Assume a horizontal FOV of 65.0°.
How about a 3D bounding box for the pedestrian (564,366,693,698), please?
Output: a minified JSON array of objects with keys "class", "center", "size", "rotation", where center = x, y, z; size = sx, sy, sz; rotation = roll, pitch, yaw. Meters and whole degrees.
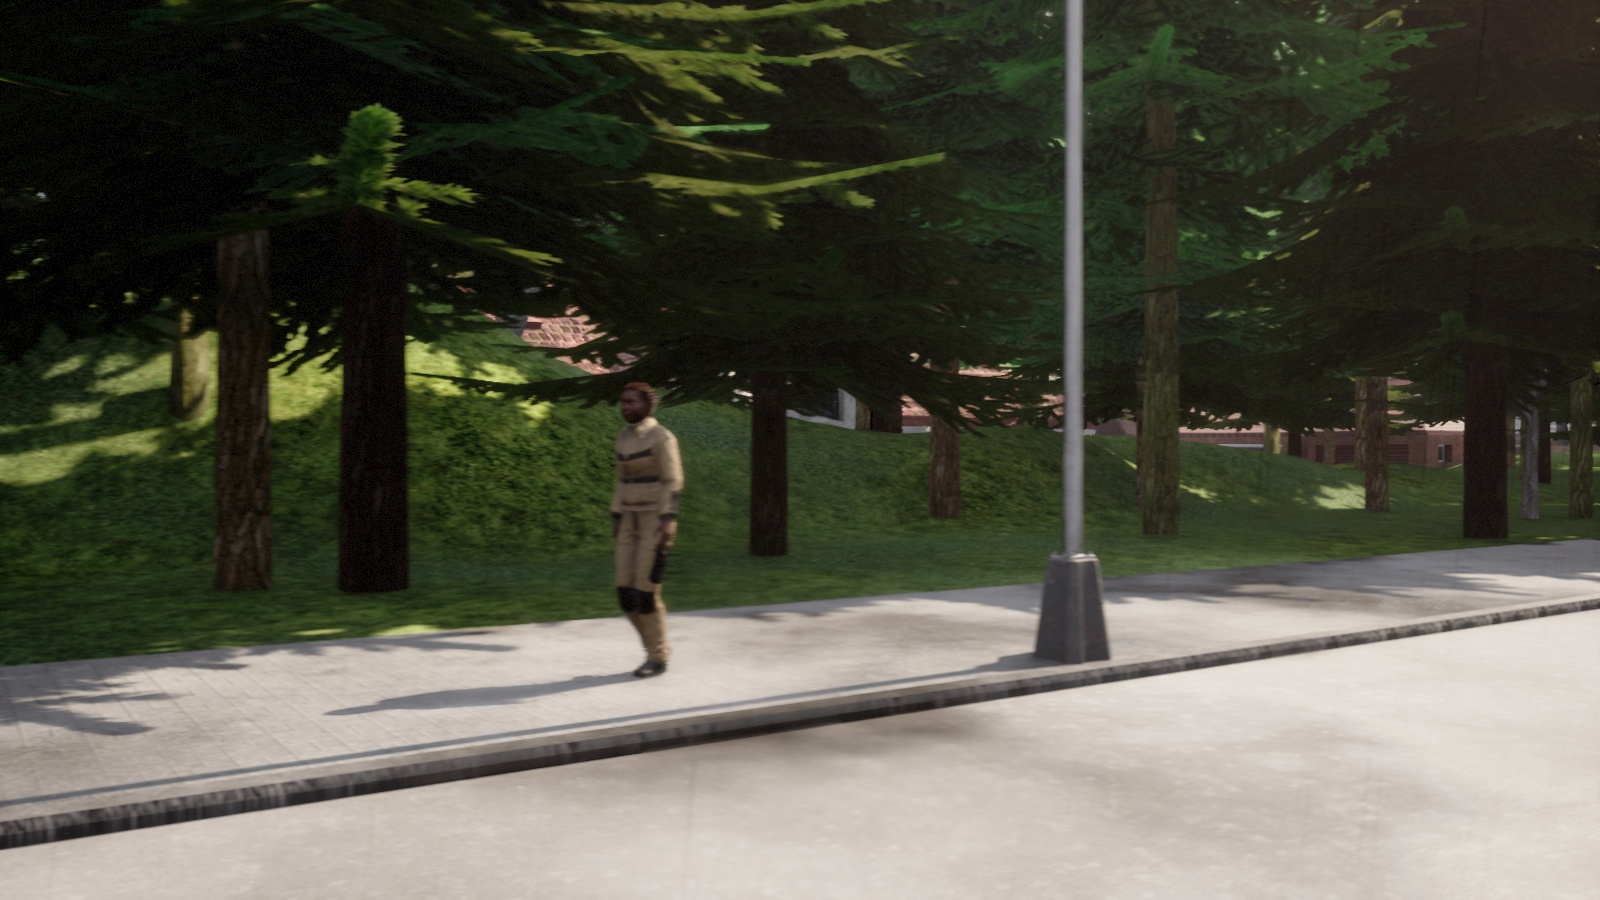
[{"class":"pedestrian","center":[-1.046,0.477,7.704],"size":[0.396,1.930,0.692],"rotation":[0,0,40]}]
